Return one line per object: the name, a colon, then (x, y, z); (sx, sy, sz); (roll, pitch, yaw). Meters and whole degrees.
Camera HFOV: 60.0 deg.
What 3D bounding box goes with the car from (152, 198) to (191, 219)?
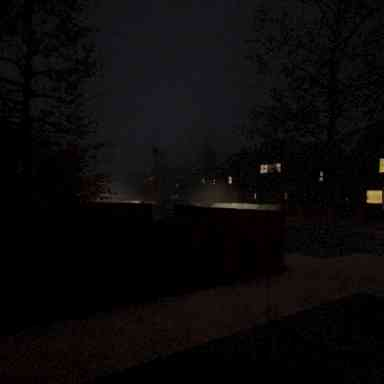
car: (-2.163, 1.607, 31.426); (2.150, 2.045, 5.566); (2, -2, -35)
